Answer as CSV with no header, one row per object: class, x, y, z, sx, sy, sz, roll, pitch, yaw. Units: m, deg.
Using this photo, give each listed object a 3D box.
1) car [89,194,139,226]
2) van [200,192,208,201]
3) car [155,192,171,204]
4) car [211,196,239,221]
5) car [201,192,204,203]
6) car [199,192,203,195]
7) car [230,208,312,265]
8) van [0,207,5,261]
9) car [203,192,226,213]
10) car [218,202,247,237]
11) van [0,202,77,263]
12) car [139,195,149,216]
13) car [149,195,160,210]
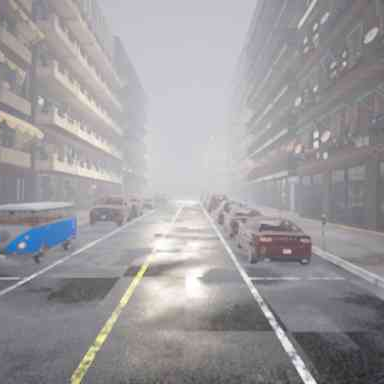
car,-5.289,1.171,22.371,2.192,1.841,5.009,1,0,0
van,2.556,0.975,72.093,1.690,1.788,3.998,1,0,0
car,-5.289,1.005,55.553,2.192,1.841,5.009,1,0,0
car,2.596,1.297,22.311,1.967,1.590,4.097,1,0,0
car,2.554,1.179,44.436,1.967,1.590,4.097,1,0,0
car,2.557,0.966,66.561,2.192,1.841,5.009,1,0,0
car,2.585,1.468,11.251,1.887,1.381,4.507,1,0,0
van,-5.290,1.300,5.779,1.690,1.788,3.998,2,0,0
car,2.557,1.109,33.372,2.192,1.841,5.009,1,0,0
car,2.586,1.434,16.780,1.887,1.381,4.507,1,0,0
van,-5.290,1.264,11.311,1.690,1.788,3.998,1,0,0
car,-5.289,1.139,27.901,2.192,1.841,5.009,1,0,0
car,-5.295,1.331,38.965,1.947,1.339,4.313,1,0,0
